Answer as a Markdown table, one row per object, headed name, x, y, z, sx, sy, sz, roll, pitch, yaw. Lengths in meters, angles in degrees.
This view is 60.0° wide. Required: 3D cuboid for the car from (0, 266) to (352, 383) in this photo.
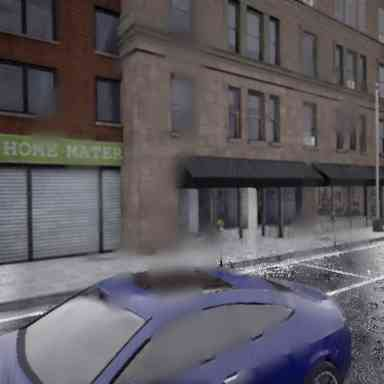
| name | x | y | z | sx | sy | sz | roll | pitch | yaw |
| --- | --- | --- | --- | --- | --- | --- | --- | --- | --- |
| car | -0.403 | 1.518 | 2.964 | 4.674 | 1.442 | 1.812 | 0 | 0 | -35 |
